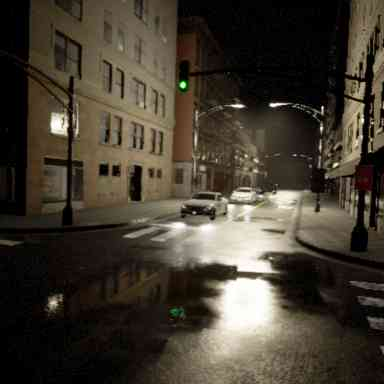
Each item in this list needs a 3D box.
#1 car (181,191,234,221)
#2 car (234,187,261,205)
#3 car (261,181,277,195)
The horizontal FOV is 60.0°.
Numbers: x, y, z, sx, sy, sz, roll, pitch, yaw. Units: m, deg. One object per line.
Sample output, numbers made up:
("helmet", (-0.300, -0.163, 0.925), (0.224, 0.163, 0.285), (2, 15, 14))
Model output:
("car", (0.874, 0.706, 19.228), (1.812, 1.442, 4.674), (3, 3, 19))
("car", (4.964, 0.319, 31.211), (1.812, 1.442, 4.674), (3, 3, 19))
("car", (11.872, -0.640, 51.161), (2.150, 2.045, 5.566), (3, 2, 19))
